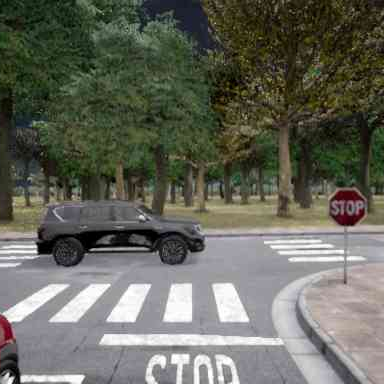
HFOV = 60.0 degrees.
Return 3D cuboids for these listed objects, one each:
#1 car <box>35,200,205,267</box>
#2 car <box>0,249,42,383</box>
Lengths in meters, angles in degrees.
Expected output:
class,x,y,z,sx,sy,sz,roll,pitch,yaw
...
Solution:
class,x,y,z,sx,sy,sz,roll,pitch,yaw
car,-2.360,1.297,11.380,5.566,2.045,2.150,-1,1,0
car,-2.650,1.446,1.563,1.967,1.590,4.097,-1,0,0
